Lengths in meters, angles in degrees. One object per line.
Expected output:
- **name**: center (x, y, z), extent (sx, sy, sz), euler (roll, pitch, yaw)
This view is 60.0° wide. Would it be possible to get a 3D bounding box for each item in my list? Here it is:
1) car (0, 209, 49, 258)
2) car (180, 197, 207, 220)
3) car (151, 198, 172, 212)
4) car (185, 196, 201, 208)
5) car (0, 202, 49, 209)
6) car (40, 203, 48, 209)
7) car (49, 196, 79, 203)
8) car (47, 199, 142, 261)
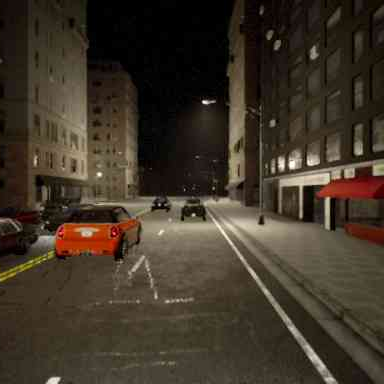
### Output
- **car**: center (-6.581, 1.471, 10.019), extent (2.033, 1.411, 5.357), euler (0, 0, 0)
- **car**: center (0.111, 1.312, 25.613), extent (1.837, 1.490, 4.892), euler (0, 1, 0)
- **car**: center (-3.137, 1.285, 34.642), extent (2.033, 1.411, 5.357), euler (0, 0, 0)
- **car**: center (0.111, 1.271, 43.593), extent (1.895, 1.301, 4.718), euler (0, 0, 0)
- **car**: center (-9.760, 1.428, 17.934), extent (1.994, 1.385, 4.181), euler (0, 0, 0)
- **car**: center (-6.492, 1.403, 19.033), extent (2.033, 1.411, 5.357), euler (0, 0, 0)
- **car**: center (-9.740, 1.161, 25.263), extent (2.097, 1.767, 4.553), euler (0, 0, 0)
- **car**: center (-3.144, 1.260, 12.072), extent (2.097, 1.767, 4.553), euler (0, 1, 0)
